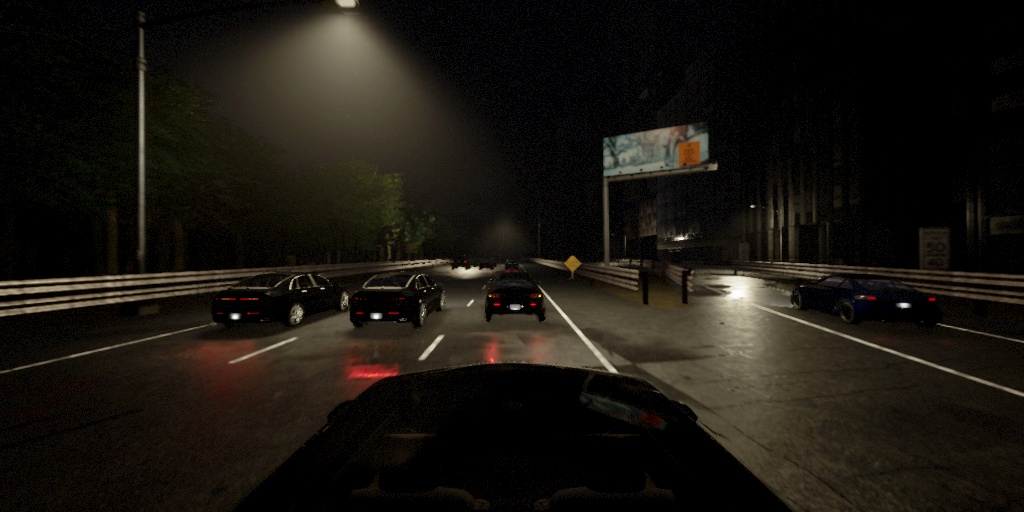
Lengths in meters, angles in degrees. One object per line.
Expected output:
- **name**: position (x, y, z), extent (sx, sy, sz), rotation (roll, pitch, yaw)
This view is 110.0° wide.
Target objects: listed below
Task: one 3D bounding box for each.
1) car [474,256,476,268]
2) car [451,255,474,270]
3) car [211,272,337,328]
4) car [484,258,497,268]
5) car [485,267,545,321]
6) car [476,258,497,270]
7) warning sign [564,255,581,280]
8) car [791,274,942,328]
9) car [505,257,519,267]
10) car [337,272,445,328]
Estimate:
- **car**: position (-7.018, 0.893, 60.206), extent (2.150, 2.045, 5.566), rotation (0, 0, 0)
- **car**: position (-7.015, 0.905, 49.784), extent (2.150, 2.045, 5.566), rotation (0, 0, 0)
- **car**: position (-6.902, 1.252, 11.363), extent (1.837, 1.490, 4.892), rotation (0, 0, 0)
- **car**: position (-3.518, 1.149, 60.176), extent (1.882, 1.535, 5.008), rotation (0, 0, 0)
- **car**: position (0.081, 1.272, 12.398), extent (1.812, 1.442, 4.674), rotation (0, 0, 0)
- **car**: position (-3.515, 1.161, 49.756), extent (1.882, 1.535, 5.008), rotation (0, 0, 0)
- **warning sign**: position (4.542, 0.842, 26.786), extent (1.300, 1.860, 1.060), rotation (0, 0, 0)
- **car**: position (10.813, 1.260, 11.361), extent (1.994, 1.385, 4.181), rotation (0, 0, 15)
- **car**: position (-0.014, 1.176, 49.757), extent (2.128, 1.511, 4.902), rotation (0, 0, 0)
- **car**: position (-3.402, 1.252, 11.401), extent (1.837, 1.490, 4.892), rotation (0, 0, 0)
